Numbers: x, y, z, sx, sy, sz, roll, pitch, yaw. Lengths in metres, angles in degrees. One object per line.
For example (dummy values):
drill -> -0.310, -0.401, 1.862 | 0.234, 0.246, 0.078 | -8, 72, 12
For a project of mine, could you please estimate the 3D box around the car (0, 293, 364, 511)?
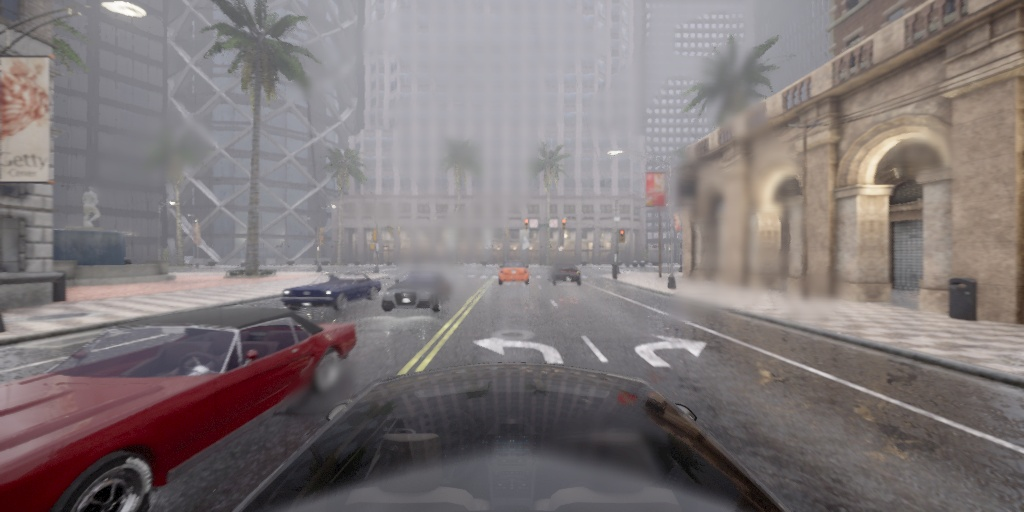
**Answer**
car -> -3.594, 1.346, 3.938 | 1.895, 1.301, 4.718 | 0, 0, 0

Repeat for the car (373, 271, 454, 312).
car -> -3.537, 1.299, 14.077 | 1.994, 1.385, 4.181 | 0, 0, 1

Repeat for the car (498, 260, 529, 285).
car -> 0.139, 1.080, 25.761 | 2.097, 1.767, 4.553 | 0, 0, 1

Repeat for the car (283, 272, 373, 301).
car -> -6.981, 1.333, 14.430 | 1.895, 1.301, 4.718 | 0, 0, 1

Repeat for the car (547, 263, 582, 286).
car -> 3.673, 1.236, 25.372 | 1.837, 1.490, 4.892 | 0, 0, 0
